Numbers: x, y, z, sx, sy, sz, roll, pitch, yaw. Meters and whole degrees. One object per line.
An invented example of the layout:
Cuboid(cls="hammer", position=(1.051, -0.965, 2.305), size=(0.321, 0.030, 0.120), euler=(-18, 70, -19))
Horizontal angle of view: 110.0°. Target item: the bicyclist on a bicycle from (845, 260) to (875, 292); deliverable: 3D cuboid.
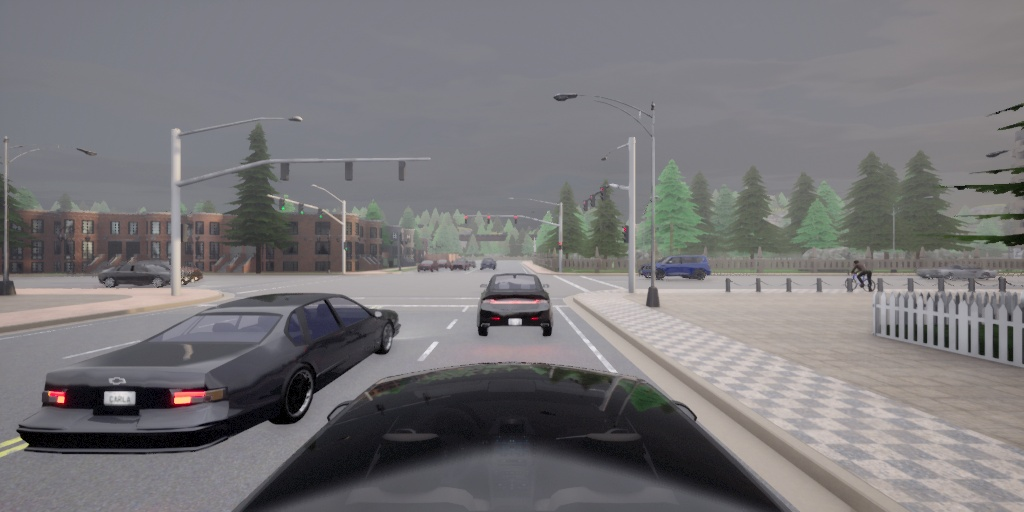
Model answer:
Cuboid(cls="bicyclist on a bicycle", position=(18.248, 1.051, 18.826), size=(0.582, 1.620, 1.656), euler=(0, 0, 0))

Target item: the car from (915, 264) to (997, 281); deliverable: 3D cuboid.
Cuboid(cls="car", position=(36.790, 1.349, 29.779), size=(4.718, 1.301, 1.895), euler=(0, 0, 0))

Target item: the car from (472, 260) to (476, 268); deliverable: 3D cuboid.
Cuboid(cls="car", position=(-7.048, 1.309, 59.266), size=(1.994, 1.385, 4.181), euler=(0, 0, 1))

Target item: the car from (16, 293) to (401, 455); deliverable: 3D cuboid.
Cuboid(cls="car", position=(-3.437, 1.297, 5.669), size=(2.033, 1.411, 5.357), euler=(0, 0, 0))

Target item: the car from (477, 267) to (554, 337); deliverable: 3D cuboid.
Cuboid(cls="car", position=(0.081, 1.241, 10.337), size=(2.128, 1.511, 4.902), euler=(0, 0, 0))

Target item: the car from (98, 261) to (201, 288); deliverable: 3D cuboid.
Cuboid(cls="car", position=(-23.344, 1.251, 22.968), size=(4.892, 1.490, 1.837), euler=(1, 0, -2))

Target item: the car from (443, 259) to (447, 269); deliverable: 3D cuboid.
Cuboid(cls="car", position=(-10.585, 1.223, 54.985), size=(1.882, 1.535, 5.008), euler=(0, 0, 0))

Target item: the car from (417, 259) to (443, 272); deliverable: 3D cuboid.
Cuboid(cls="car", position=(-10.581, 1.224, 45.534), size=(1.882, 1.535, 5.008), euler=(0, 0, 0))

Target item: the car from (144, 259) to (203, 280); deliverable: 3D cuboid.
Cuboid(cls="car", position=(-25.617, 1.103, 26.433), size=(4.553, 1.767, 2.097), euler=(0, 0, -2))

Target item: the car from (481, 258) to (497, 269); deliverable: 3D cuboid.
Cuboid(cls="car", position=(-3.404, 1.098, 53.497), size=(2.097, 1.767, 4.553), euler=(0, 0, 0))

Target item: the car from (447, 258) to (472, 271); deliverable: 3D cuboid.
Cuboid(cls="car", position=(-7.065, 1.098, 48.928), size=(2.097, 1.767, 4.553), euler=(0, 0, 0))

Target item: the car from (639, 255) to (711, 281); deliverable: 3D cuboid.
Cuboid(cls="car", position=(13.511, 0.969, 29.815), size=(5.566, 2.045, 2.150), euler=(0, 0, 0))
